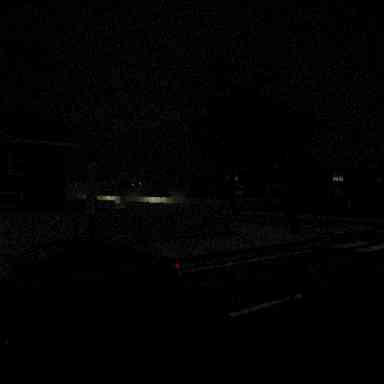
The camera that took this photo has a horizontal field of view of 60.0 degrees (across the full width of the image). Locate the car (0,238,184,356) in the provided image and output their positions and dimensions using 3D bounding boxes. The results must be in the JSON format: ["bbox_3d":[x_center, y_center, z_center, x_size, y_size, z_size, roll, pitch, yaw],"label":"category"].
[{"bbox_3d":[-2.222,1.579,5.971,4.181,1.385,1.994,0,0,-35],"label":"car"}]

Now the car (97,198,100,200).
[{"bbox_3d":[-16.039,1.654,54.243,1.994,1.385,4.181,0,0,-35],"label":"car"}]
